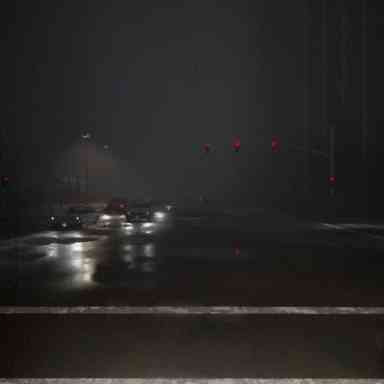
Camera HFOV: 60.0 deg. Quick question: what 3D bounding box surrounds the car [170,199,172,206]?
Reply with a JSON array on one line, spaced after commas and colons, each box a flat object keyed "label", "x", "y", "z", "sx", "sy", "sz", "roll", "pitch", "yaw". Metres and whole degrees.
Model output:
[{"label": "car", "x": -4.315, "y": 1.568, "z": 54.486, "sx": 2.033, "sy": 1.411, "sz": 5.357, "roll": 0, "pitch": 0, "yaw": -1}]

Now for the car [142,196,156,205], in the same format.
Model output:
[{"label": "car", "x": -7.858, "y": 1.500, "z": 60.828, "sx": 1.882, "sy": 1.535, "sz": 5.008, "roll": 0, "pitch": 0, "yaw": 0}]

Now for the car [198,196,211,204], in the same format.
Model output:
[{"label": "car", "x": 2.764, "y": 1.515, "z": 64.861, "sx": 2.128, "sy": 1.511, "sz": 4.902, "roll": 0, "pitch": 0, "yaw": -1}]

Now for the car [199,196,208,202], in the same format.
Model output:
[{"label": "car", "x": 2.563, "y": 1.552, "z": 75.245, "sx": 1.812, "sy": 1.442, "sz": 4.674, "roll": 0, "pitch": 0, "yaw": -1}]

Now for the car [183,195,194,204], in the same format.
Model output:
[{"label": "car", "x": -0.742, "y": 1.376, "z": 65.447, "sx": 2.097, "sy": 1.767, "sz": 4.553, "roll": 0, "pitch": 0, "yaw": -1}]

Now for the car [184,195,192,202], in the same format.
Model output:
[{"label": "car", "x": -0.939, "y": 1.505, "z": 75.450, "sx": 1.882, "sy": 1.535, "sz": 5.008, "roll": 0, "pitch": 0, "yaw": -1}]

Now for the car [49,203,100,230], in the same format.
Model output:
[{"label": "car", "x": -7.423, "y": 1.609, "z": 21.491, "sx": 1.895, "sy": 1.301, "sz": 4.718, "roll": 0, "pitch": 0, "yaw": -1}]

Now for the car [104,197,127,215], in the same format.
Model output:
[{"label": "car", "x": -7.633, "y": 1.364, "z": 34.501, "sx": 2.097, "sy": 1.767, "sz": 4.553, "roll": 0, "pitch": 0, "yaw": -1}]

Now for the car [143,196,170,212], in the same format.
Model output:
[{"label": "car", "x": -4.183, "y": 1.506, "z": 39.524, "sx": 2.128, "sy": 1.511, "sz": 4.902, "roll": 0, "pitch": 0, "yaw": 0}]

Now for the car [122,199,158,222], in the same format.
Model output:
[{"label": "car", "x": -4.022, "y": 1.535, "z": 26.551, "sx": 1.812, "sy": 1.442, "sz": 4.674, "roll": 0, "pitch": 0, "yaw": -1}]

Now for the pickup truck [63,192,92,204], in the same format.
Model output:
[{"label": "pickup truck", "x": -20.911, "y": 1.081, "z": 60.085, "sx": 2.390, "sy": 2.098, "sz": 6.274, "roll": 0, "pitch": 0, "yaw": 30}]
